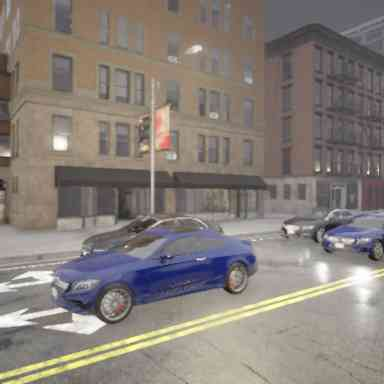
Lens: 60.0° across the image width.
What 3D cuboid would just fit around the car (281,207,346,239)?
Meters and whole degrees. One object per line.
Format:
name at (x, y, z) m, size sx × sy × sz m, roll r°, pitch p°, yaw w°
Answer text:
car at (6.413, 1.518, 16.199) m, size 4.902 × 1.511 × 2.128 m, roll 0°, pitch 0°, yaw -35°

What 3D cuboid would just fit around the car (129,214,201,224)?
car at (-1.083, 1.514, 10.892) m, size 4.892 × 1.490 × 1.837 m, roll 0°, pitch 0°, yaw -36°

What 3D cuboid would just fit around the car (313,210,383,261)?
car at (6.866, 1.549, 12.552) m, size 4.674 × 1.442 × 1.812 m, roll 0°, pitch 0°, yaw -35°

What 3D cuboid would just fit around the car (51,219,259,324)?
car at (-0.546, 1.532, 7.270) m, size 4.674 × 1.442 × 1.812 m, roll 0°, pitch 0°, yaw -36°
